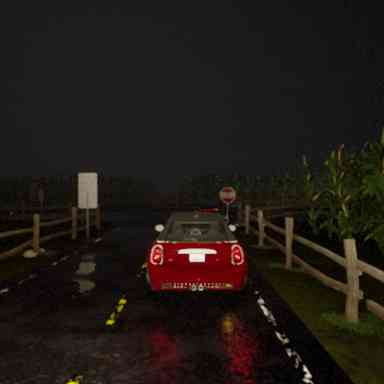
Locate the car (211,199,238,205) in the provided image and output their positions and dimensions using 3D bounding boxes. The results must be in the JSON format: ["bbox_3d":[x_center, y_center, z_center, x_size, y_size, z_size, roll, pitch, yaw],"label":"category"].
[{"bbox_3d":[2.155,1.303,24.185,1.837,1.490,4.892,-2,0,29],"label":"car"}]

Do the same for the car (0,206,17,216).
[{"bbox_3d":[-17.304,1.502,27.832,4.718,1.301,1.895,0,1,0],"label":"car"}]

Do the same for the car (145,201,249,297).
[{"bbox_3d":[0.098,1.280,8.569,2.097,1.767,4.553,0,0,0],"label":"car"}]

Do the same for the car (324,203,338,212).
[{"bbox_3d":[14.436,1.190,30.752,4.181,1.385,1.994,0,1,0],"label":"car"}]
